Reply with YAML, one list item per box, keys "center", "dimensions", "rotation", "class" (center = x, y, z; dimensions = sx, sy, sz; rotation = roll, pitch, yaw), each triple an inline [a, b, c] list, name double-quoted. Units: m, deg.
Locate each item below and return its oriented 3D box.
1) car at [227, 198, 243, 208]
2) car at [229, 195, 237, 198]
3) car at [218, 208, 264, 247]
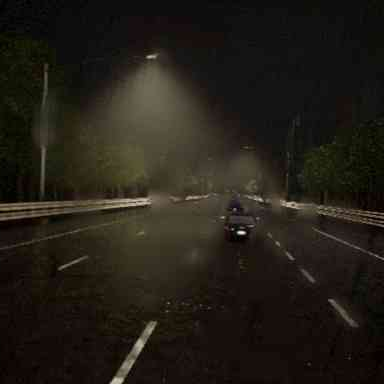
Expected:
- center: [5.251, 1.838, 40.864]
  dimensions: [1.812, 1.442, 4.674]
  rotation: [2, 0, 7]
  class: "car"
- center: [9.482, 1.867, 76.693]
  dimensions: [2.150, 2.045, 5.566]
  rotation: [2, 0, 7]
  class: "car"
- center: [2.312, 1.689, 15.900]
  dimensions: [1.994, 1.385, 4.181]
  rotation: [2, 0, 7]
  class: "car"
